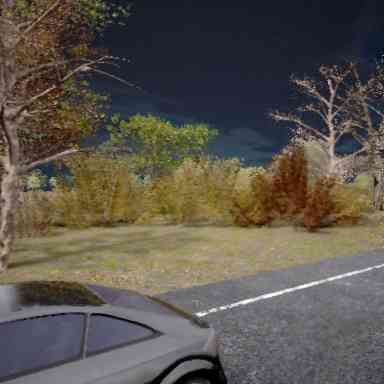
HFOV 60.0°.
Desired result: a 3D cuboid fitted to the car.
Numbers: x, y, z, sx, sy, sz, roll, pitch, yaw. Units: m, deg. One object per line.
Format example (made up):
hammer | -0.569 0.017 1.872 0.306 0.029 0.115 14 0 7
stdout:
car | -1.712 1.564 2.773 4.181 1.385 1.994 0 0 -36
